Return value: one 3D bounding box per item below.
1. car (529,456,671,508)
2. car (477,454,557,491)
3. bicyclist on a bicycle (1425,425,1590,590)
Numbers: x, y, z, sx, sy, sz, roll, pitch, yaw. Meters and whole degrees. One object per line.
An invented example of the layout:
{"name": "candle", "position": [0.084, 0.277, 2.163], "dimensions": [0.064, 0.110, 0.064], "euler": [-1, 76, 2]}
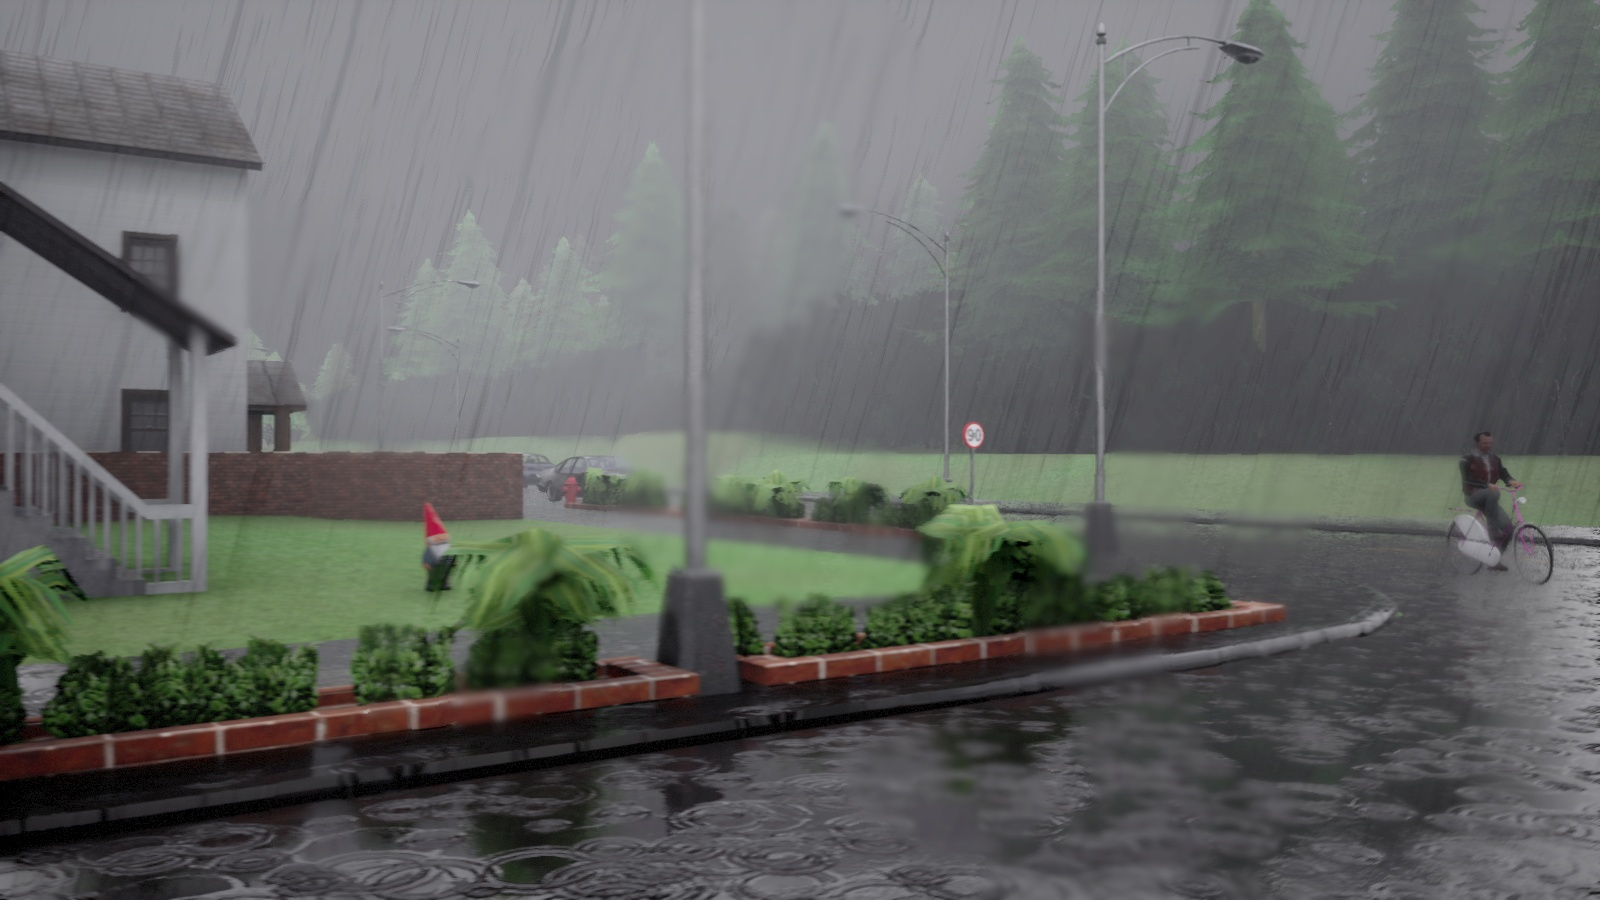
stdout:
{"name": "car", "position": [-6.006, 0.896, 37.149], "dimensions": [2.033, 1.411, 5.357], "euler": [0, 0, -35]}
{"name": "car", "position": [-11.910, 0.913, 52.653], "dimensions": [1.816, 1.474, 4.193], "euler": [0, 0, -35]}
{"name": "bicyclist on a bicycle", "position": [8.193, 0.635, 14.643], "dimensions": [0.659, 1.776, 1.843], "euler": [-2, 0, -7]}
